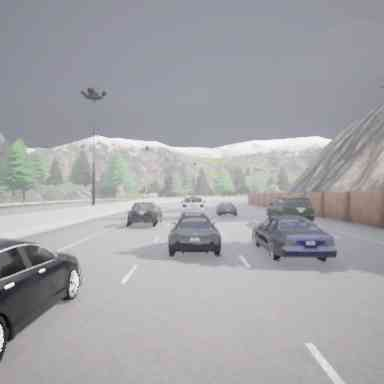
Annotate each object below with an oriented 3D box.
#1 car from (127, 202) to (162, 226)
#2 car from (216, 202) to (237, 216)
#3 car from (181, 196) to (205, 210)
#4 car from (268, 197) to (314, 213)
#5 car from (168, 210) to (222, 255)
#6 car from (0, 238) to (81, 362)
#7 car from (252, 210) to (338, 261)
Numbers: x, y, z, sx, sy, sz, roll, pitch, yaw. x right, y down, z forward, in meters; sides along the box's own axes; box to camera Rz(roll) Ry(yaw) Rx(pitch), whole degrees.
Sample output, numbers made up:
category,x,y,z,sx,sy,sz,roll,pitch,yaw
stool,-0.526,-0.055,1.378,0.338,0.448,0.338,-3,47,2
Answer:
category,x,y,z,sx,sy,sz,roll,pitch,yaw
car,-3.400,1.488,24.584,2.097,1.767,4.553,0,0,0
car,3.600,1.760,35.367,1.994,1.385,4.181,0,0,0
car,0.102,1.400,32.219,2.150,2.045,5.566,0,0,0
car,7.101,1.357,24.337,2.150,2.045,5.566,0,0,0
car,0.100,1.640,13.603,1.994,1.385,4.181,0,0,0
car,-3.399,1.536,5.564,1.837,1.490,4.892,0,0,0
car,3.600,1.618,12.613,2.033,1.411,5.357,0,0,0
